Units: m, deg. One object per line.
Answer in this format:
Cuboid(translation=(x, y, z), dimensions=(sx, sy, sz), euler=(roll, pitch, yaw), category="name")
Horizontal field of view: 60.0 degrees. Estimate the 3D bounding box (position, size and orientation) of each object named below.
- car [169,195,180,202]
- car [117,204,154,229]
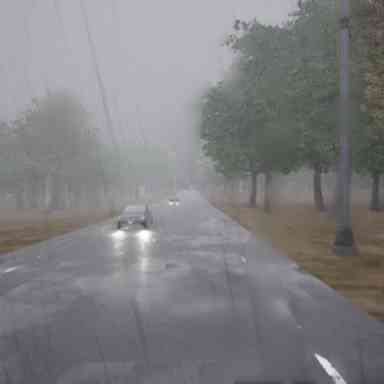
Cuboid(translation=(-3.513, 1.368, 66.649), dimensions=(1.994, 1.385, 4.181), euler=(0, 1, 0), category="car")
Cuboid(translation=(-3.601, 1.520, 21.757), dimensions=(1.812, 1.442, 4.674), euler=(0, 0, 0), category="car")
